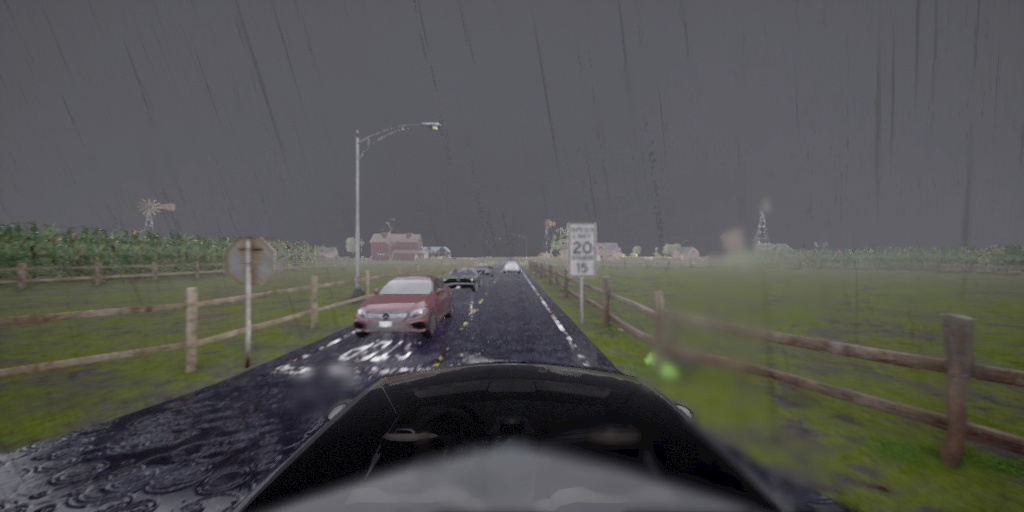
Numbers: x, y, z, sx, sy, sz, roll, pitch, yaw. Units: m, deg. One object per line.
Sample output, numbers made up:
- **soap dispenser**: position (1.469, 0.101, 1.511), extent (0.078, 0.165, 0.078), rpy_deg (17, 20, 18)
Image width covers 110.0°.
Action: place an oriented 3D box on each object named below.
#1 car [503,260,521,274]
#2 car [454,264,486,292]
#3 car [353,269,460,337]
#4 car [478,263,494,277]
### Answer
- **car**: position (-0.010, 1.305, 41.961), extent (1.812, 1.442, 4.674), rpy_deg (0, 0, 0)
- **car**: position (-2.853, 1.366, 21.312), extent (1.895, 1.301, 4.718), rpy_deg (0, 0, 0)
- **car**: position (-2.849, 1.283, 10.402), extent (1.812, 1.442, 4.674), rpy_deg (0, 0, 0)
- **car**: position (-2.839, 1.339, 35.556), extent (1.994, 1.385, 4.181), rpy_deg (0, 0, 0)
